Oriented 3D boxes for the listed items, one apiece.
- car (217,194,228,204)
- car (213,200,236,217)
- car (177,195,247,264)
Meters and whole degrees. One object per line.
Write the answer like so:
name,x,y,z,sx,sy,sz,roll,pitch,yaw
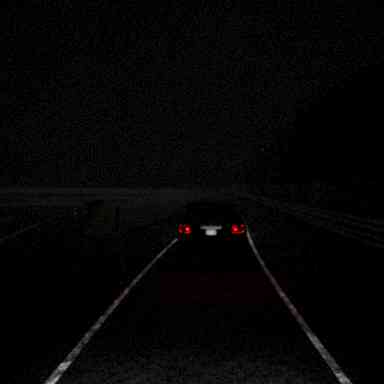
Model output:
car,5.194,1.213,57.436,1.812,1.442,4.674,0,1,4
car,3.295,1.564,33.416,2.033,1.411,5.357,0,0,6
car,0.791,1.248,12.183,2.150,2.045,5.566,0,0,5
